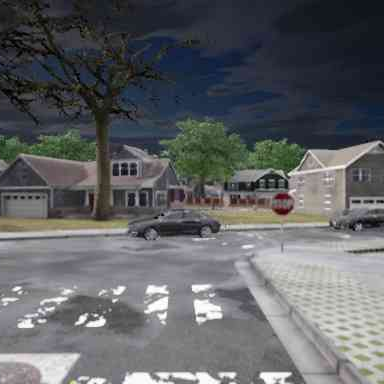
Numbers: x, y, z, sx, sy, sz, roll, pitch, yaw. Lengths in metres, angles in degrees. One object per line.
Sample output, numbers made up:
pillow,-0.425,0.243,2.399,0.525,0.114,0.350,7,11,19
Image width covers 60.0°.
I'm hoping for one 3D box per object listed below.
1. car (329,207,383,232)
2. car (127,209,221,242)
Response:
car,11.252,1.742,21.650,4.892,1.490,1.837,0,-1,-19
car,-0.897,1.657,17.218,4.892,1.490,1.837,1,-1,-21
